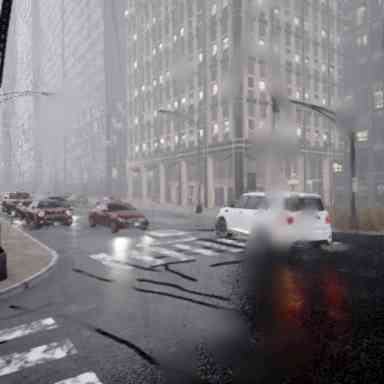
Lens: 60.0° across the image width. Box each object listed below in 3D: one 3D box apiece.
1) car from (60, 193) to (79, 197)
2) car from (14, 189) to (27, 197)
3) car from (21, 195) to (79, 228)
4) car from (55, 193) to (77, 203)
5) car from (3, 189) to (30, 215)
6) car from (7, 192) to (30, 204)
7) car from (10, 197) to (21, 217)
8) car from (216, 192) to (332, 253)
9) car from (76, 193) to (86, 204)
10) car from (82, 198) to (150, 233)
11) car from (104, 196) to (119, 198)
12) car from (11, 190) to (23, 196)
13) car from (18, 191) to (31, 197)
[{"bbox_3d":[-11.455,1.080,28.169,1.837,1.490,4.892,-1,3,-36],"label":"car"},{"bbox_3d":[-40.672,0.125,78.829,2.192,1.841,5.009,0,0,-36],"label":"car"},{"bbox_3d":[-8.426,1.161,19.529,1.967,1.590,4.097,0,0,-36],"label":"car"},{"bbox_3d":[-17.912,0.840,47.116,1.947,1.339,4.313,0,0,-36],"label":"car"},{"bbox_3d":[-14.925,0.903,28.586,2.192,1.841,5.009,0,0,-36],"label":"car"},{"bbox_3d":[-23.852,0.818,45.593,2.128,1.511,4.902,-1,1,-35],"label":"car"},{"bbox_3d":[-11.678,1.237,24.059,1.802,1.307,4.206,0,0,-36],"label":"car"},{"bbox_3d":[2.882,1.013,13.012,2.150,2.045,5.566,0,1,-19],"label":"car"},{"bbox_3d":[-14.759,0.864,42.723,1.752,1.417,4.829,0,0,-36],"label":"car"},{"bbox_3d":[-4.054,1.258,17.880,1.812,1.442,4.674,-1,1,-37],"label":"car"},{"bbox_3d":[-8.157,1.056,33.523,1.802,1.307,4.206,0,0,-36],"label":"car"},{"bbox_3d":[-43.927,0.310,83.361,1.947,1.339,4.313,0,0,-36],"label":"car"},{"bbox_3d":[-37.423,0.421,74.299,1.887,1.381,4.507,0,0,-36],"label":"car"}]
